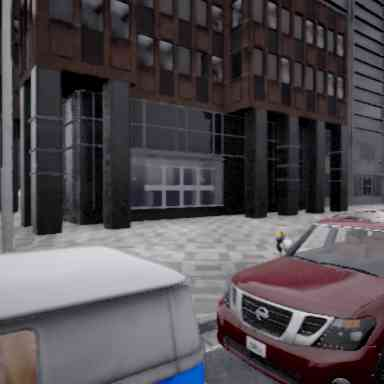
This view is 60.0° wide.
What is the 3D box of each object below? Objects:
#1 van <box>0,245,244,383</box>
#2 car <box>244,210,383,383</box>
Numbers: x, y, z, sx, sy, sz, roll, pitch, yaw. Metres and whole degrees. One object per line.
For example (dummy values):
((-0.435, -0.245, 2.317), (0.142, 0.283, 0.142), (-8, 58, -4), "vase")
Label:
((-1.802, 1.331, 1.706), (3.998, 1.788, 1.690), (-1, 1, -35), "van")
((2.718, 1.256, 4.883), (5.009, 1.841, 2.192), (-1, 1, -35), "car")
